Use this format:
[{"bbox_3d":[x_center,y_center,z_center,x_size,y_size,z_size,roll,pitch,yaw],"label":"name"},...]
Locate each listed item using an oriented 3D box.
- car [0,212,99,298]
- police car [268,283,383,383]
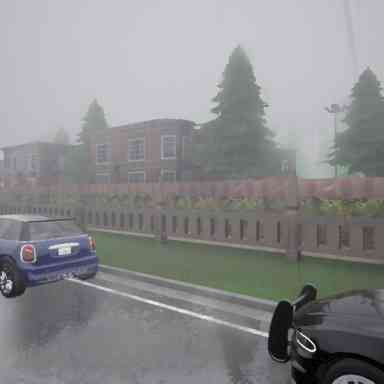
[{"bbox_3d":[-4.540,1.351,8.789,4.553,1.767,2.097,0,0,38],"label":"car"},{"bbox_3d":[3.237,1.425,2.727,5.238,1.638,1.930,0,0,38],"label":"police car"}]
